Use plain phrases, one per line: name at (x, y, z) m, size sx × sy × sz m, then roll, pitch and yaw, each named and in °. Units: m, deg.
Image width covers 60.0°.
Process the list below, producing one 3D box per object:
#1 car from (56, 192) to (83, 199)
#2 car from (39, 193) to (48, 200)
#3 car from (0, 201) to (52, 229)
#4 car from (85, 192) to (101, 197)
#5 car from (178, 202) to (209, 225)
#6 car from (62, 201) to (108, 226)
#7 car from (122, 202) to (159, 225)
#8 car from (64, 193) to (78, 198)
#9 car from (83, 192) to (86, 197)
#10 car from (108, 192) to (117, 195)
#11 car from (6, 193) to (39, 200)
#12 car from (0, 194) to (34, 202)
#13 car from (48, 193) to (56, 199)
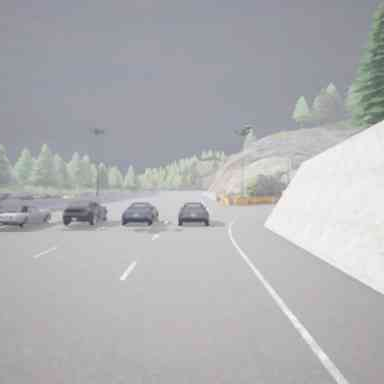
car at (-21.022, 1.016, 57.115) m, size 1.882 × 1.535 × 5.008 m, roll 0°, pitch 1°, yaw 1°
car at (-31.483, 0.953, 70.941) m, size 2.128 × 1.511 × 4.902 m, roll 0°, pitch 0°, yaw 0°
car at (-10.395, 1.436, 20.321) m, size 1.895 × 1.301 × 4.718 m, roll 0°, pitch 0°, yaw 0°
car at (-20.982, 0.941, 72.238) m, size 1.812 × 1.442 × 4.674 m, roll 0°, pitch 0°, yaw 0°
car at (0.106, 1.382, 22.436) m, size 1.994 × 1.385 × 4.181 m, roll 0°, pitch 0°, yaw 0°
car at (-6.895, 1.327, 21.872) m, size 1.837 × 1.490 × 4.892 m, roll 0°, pitch 0°, yaw 0°
car at (-3.396, 1.382, 22.377) m, size 1.994 × 1.385 × 4.181 m, roll 0°, pitch 0°, yaw 0°
car at (-31.479, 0.895, 86.721) m, size 1.895 × 1.301 × 4.718 m, roll 0°, pitch 0°, yaw 0°
car at (-27.979, 0.801, 86.630) m, size 1.837 × 1.490 × 4.892 m, roll 0°, pitch 0°, yaw 0°
car at (-20.979, 0.793, 87.625) m, size 1.837 × 1.490 × 4.892 m, roll 0°, pitch 0°, yaw 0°
car at (-28.027, 1.048, 54.984) m, size 2.128 × 1.511 × 4.902 m, roll 0°, pitch 0°, yaw 1°
car at (-21.080, 1.245, 39.491) m, size 1.994 × 1.385 × 4.181 m, roll 0°, pitch 0°, yaw 0°
car at (-27.983, 0.968, 70.805) m, size 2.033 × 1.411 × 5.357 m, roll 0°, pitch 0°, yaw 0°
